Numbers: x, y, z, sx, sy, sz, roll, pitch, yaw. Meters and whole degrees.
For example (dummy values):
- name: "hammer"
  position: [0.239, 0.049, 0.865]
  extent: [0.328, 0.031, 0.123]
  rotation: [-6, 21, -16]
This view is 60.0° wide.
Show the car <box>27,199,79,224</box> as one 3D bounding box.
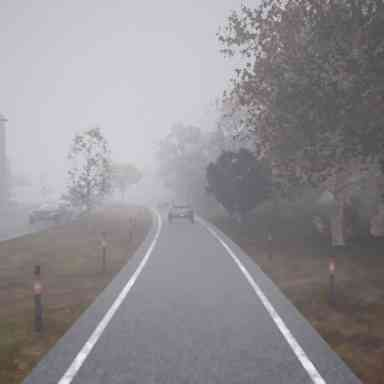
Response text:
- name: "car"
  position: [-9.872, 1.429, 23.643]
  extent: [2.002, 1.452, 4.674]
  rotation: [1, -1, -5]

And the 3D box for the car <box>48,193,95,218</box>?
- name: "car"
  position: [-10.397, 1.125, 29.180]
  extent: [2.435, 2.045, 5.566]
  rotation: [1, -1, -9]

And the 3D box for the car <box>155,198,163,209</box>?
- name: "car"
  position: [-3.625, 1.457, 42.842]
  extent: [1.895, 1.301, 4.718]
  rotation: [0, 0, -12]

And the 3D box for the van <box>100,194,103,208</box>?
- name: "van"
  position: [-13.158, 1.129, 45.633]
  extent: [1.878, 1.987, 4.442]
  rotation: [1, -1, -15]

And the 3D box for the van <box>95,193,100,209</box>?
- name: "van"
  position: [-11.109, 1.137, 34.636]
  extent: [1.878, 1.987, 4.442]
  rotation: [1, -1, -10]

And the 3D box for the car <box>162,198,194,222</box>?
- name: "car"
  position: [-0.970, 1.424, 25.651]
  extent: [2.128, 1.511, 4.902]
  rotation: [0, 0, -6]

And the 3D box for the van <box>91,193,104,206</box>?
- name: "van"
  position: [-14.507, 1.141, 51.047]
  extent: [1.878, 1.987, 4.442]
  rotation: [1, -1, -16]
